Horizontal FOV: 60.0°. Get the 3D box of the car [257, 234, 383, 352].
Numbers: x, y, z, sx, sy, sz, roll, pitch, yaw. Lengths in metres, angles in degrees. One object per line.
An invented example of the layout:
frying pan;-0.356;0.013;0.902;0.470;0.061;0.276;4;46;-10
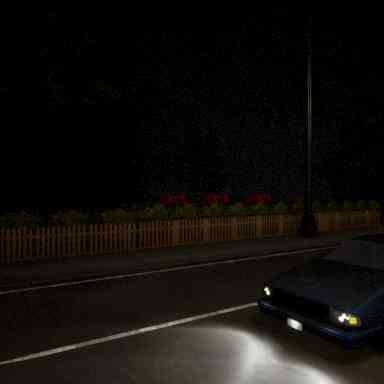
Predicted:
car;3.766;1.547;6.268;5.357;1.411;2.033;0;0;-32
